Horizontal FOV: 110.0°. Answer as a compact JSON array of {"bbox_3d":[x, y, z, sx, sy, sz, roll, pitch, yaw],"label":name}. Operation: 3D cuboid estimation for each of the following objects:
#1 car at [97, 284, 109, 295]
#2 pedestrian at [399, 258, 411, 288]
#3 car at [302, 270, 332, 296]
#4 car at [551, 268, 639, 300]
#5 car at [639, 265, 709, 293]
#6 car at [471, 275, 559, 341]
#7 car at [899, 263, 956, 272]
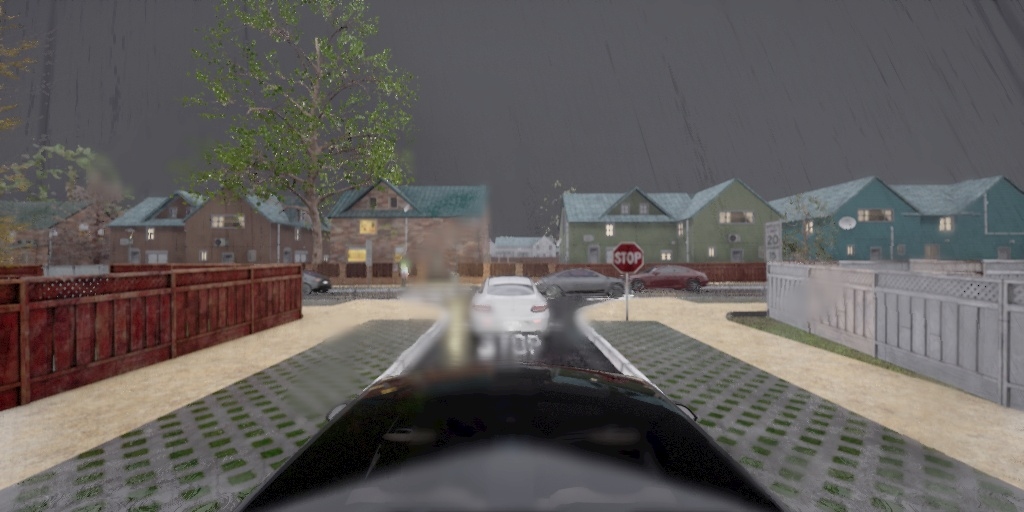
[{"bbox_3d":[-16.051,1.449,16.652,4.718,1.301,1.895,-1,-1,1],"label":"car"},{"bbox_3d":[-6.671,1.013,22.378,0.375,1.860,0.375,0,-1,1],"label":"pedestrian"},{"bbox_3d":[-12.136,1.431,19.542,4.181,1.385,1.994,-1,-1,1],"label":"car"},{"bbox_3d":[3.220,1.238,16.354,4.181,1.385,1.994,-1,-1,1],"label":"car"},{"bbox_3d":[7.994,1.203,19.233,4.674,1.442,1.812,0,-1,1],"label":"car"},{"bbox_3d":[-0.094,1.240,9.633,1.812,1.442,4.674,0,0,-3],"label":"car"},{"bbox_3d":[20.780,1.077,19.045,4.892,1.490,1.837,0,-1,1],"label":"car"}]
